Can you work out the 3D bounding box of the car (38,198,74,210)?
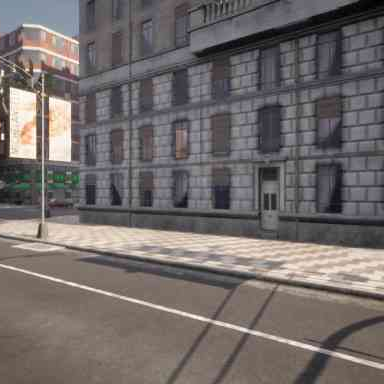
[{"bbox_3d":[-18.094,1.526,44.427,1.812,1.442,4.674,0,0,36],"label":"car"}]
